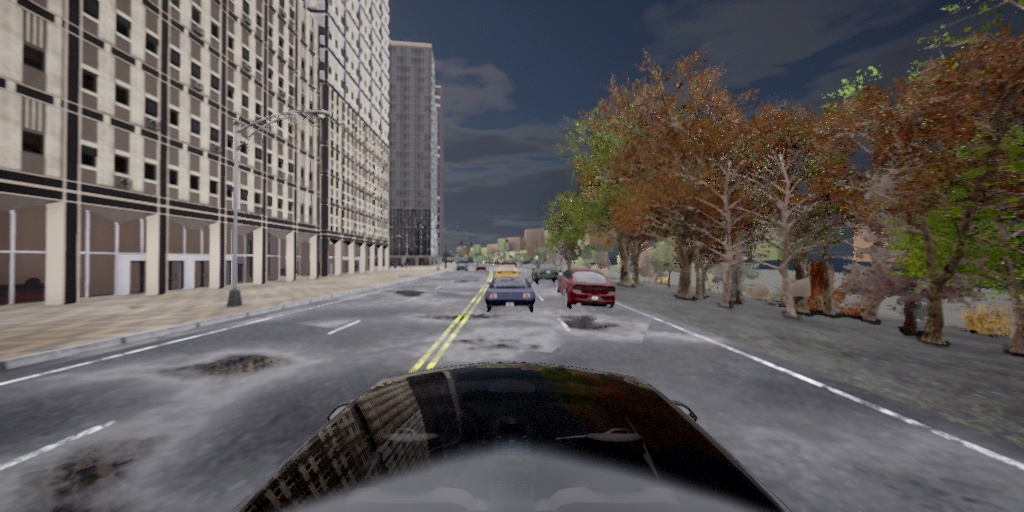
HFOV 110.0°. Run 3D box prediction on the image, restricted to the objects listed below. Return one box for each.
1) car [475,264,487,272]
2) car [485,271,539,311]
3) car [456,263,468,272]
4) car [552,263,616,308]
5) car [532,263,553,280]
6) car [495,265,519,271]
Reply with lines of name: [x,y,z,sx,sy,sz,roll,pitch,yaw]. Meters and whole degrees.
car: [-5.136,1.951,59.853,1.895,1.301,4.718,0,-1,-3]
car: [-0.076,1.489,15.152,1.895,1.301,4.718,0,-1,0]
car: [-8.442,1.909,60.944,2.033,1.411,5.357,0,-1,-3]
car: [3.191,1.258,16.146,1.882,1.535,5.008,3,5,0]
car: [2.818,1.363,30.445,2.097,1.767,4.553,-1,-2,-2]
car: [-0.436,1.530,31.166,1.882,1.535,5.008,0,0,-1]
